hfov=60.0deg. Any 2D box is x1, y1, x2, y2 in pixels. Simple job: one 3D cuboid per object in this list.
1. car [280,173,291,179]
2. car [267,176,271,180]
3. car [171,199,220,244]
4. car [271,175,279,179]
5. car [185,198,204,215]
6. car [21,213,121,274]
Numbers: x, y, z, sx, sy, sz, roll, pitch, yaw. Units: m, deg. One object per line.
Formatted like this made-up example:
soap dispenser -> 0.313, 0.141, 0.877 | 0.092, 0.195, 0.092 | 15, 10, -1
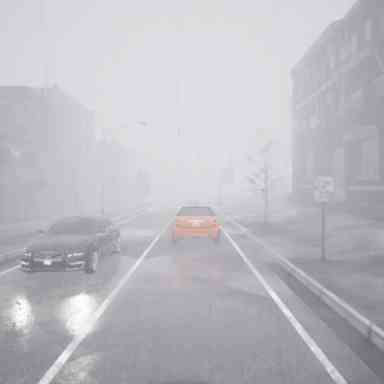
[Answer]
car -> 23.298, -3.787, 79.983 | 2.185, 1.767, 4.553 | 0, 1, -5
car -> 22.530, -3.828, 91.029 | 2.002, 1.452, 4.674 | 0, 1, -2
car -> 0.174, 1.344, 15.953 | 2.097, 1.767, 4.553 | 0, 0, 0
car -> 22.856, -3.765, 85.490 | 2.097, 1.535, 5.008 | 0, 1, -3
car -> 0.259, 1.459, 34.705 | 1.882, 1.535, 5.008 | 0, 0, 0
car -> -3.556, 1.494, 10.643 | 1.837, 1.490, 4.892 | 0, 0, 0
